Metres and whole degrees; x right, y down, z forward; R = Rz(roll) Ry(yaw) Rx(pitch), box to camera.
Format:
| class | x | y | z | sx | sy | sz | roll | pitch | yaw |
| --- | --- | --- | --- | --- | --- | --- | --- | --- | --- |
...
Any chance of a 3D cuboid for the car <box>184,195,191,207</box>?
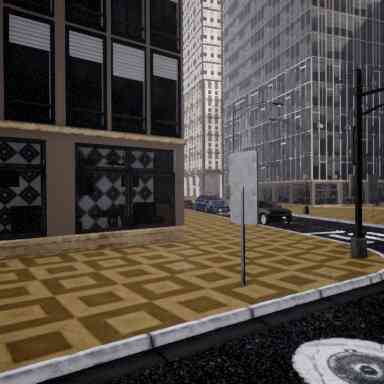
| class | x | y | z | sx | sy | sz | roll | pitch | yaw |
| --- | --- | --- | --- | --- | --- | --- | --- | --- | --- |
| car | -1.318 | 1.094 | 41.344 | 1.994 | 1.385 | 4.181 | -1 | 1 | -18 |

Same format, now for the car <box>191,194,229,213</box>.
| class | x | y | z | sx | sy | sz | roll | pitch | yaw |
| --- | --- | --- | --- | --- | --- | --- | --- | --- | --- |
| car | 1.835 | 1.020 | 31.924 | 2.097 | 1.767 | 4.553 | -1 | 1 | -19 |

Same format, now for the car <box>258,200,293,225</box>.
| class | x | y | z | sx | sy | sz | roll | pitch | yaw |
| --- | --- | --- | --- | --- | --- | --- | --- | --- | --- |
| car | 4.884 | 1.278 | 22.851 | 1.882 | 1.535 | 5.008 | -1 | 1 | -19 |
